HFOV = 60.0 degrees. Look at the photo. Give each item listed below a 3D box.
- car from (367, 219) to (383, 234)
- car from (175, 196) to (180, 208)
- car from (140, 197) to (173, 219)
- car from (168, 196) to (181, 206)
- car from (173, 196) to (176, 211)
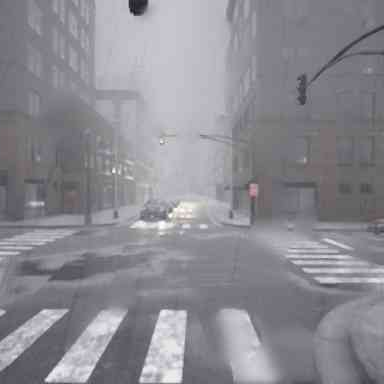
[{"bbox_3d":[11.658,1.718,17.829,4.206,1.307,1.802,1,0,0],"label":"car"},{"bbox_3d":[-3.002,1.555,47.615,1.812,1.442,4.674,0,0,0],"label":"car"},{"bbox_3d":[-3.136,1.376,28.747,2.097,1.767,4.553,0,0,1],"label":"car"},{"bbox_3d":[-3.002,1.520,57.695,2.128,1.511,4.902,0,0,0],"label":"car"},{"bbox_3d":[-3.076,1.553,37.739,1.812,1.442,4.674,0,0,0],"label":"car"}]
